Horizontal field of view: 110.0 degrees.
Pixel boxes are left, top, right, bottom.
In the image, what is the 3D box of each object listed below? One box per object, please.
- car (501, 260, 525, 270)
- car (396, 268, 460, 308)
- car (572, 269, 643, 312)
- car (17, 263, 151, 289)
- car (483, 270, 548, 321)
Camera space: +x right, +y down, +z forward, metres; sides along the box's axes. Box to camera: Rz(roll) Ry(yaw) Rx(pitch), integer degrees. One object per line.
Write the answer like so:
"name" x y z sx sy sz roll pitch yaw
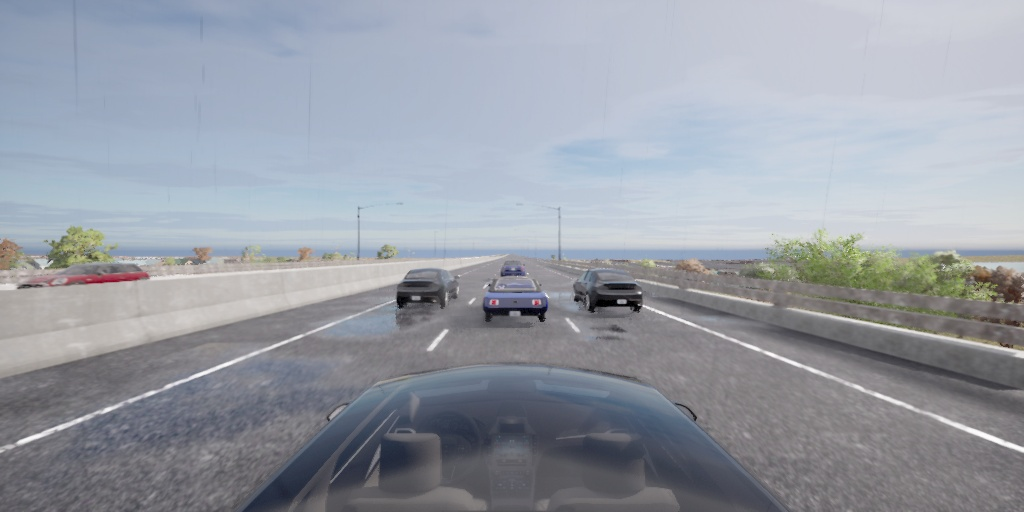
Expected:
"car" 0.092 1.094 31.244 2.097 1.767 4.553 0 0 0
"car" -3.404 1.251 15.161 1.837 1.490 4.892 0 0 0
"car" 3.596 1.252 14.161 1.837 1.490 4.892 0 0 0
"car" -21.005 1.151 17.896 2.097 1.767 4.553 0 0 0
"car" 0.097 1.348 12.404 1.895 1.301 4.718 0 0 0
